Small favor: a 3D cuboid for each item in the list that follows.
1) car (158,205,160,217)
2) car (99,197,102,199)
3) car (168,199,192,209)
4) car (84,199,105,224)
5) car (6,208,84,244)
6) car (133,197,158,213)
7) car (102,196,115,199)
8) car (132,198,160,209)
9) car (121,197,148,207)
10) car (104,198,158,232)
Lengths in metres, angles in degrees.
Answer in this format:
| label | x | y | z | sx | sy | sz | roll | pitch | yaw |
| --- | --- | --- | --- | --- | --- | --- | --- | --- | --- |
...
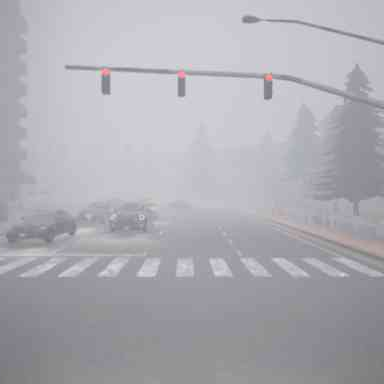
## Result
| label | x | y | z | sx | sy | sz | roll | pitch | yaw |
| --- | --- | --- | --- | --- | --- | --- | --- | --- | --- |
| car | -3.879 | 1.550 | 29.473 | 1.882 | 1.535 | 5.008 | 0 | 0 | -4 |
| car | -14.456 | 1.481 | 55.449 | 4.553 | 1.767 | 2.097 | 0 | 0 | 32 |
| car | -1.795 | 1.702 | 46.778 | 1.994 | 1.385 | 4.181 | 0 | 0 | -31 |
| car | -7.173 | 1.541 | 25.457 | 2.128 | 1.511 | 4.902 | 0 | 0 | -1 |
| car | -7.059 | 1.544 | 16.191 | 1.812 | 1.442 | 4.674 | 0 | 0 | 0 |
| car | -5.461 | 1.451 | 38.524 | 2.097 | 1.767 | 4.553 | 0 | 0 | -19 |
| car | -8.171 | 1.431 | 35.261 | 2.097 | 1.767 | 4.553 | 0 | 0 | -16 |
| car | -6.810 | 1.634 | 48.542 | 1.837 | 1.490 | 4.892 | 0 | 0 | -38 |
| car | -9.698 | 1.672 | 56.317 | 4.674 | 1.442 | 1.812 | 0 | 0 | 37 |
| car | -3.551 | 1.394 | 20.266 | 2.097 | 1.767 | 4.553 | 0 | 0 | 0 |
